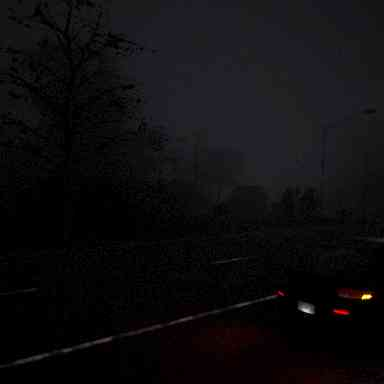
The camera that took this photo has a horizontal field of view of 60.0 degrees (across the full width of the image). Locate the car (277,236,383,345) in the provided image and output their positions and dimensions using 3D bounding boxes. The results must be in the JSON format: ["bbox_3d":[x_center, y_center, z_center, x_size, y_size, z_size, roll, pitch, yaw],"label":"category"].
[{"bbox_3d":[3.581,1.585,6.305,4.674,1.442,1.812,1,-1,-36],"label":"car"}]
